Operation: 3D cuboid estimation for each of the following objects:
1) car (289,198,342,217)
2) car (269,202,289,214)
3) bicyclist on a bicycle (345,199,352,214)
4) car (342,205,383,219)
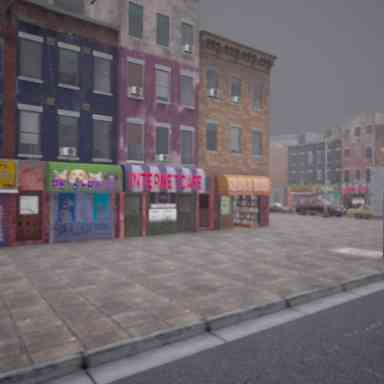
[{"bbox_3d":[12.672,1.539,33.224,2.192,1.841,5.009,0,0,-36],"label":"car"},{"bbox_3d":[9.504,1.820,37.661,1.802,1.307,4.206,0,0,-36],"label":"car"},{"bbox_3d":[17.226,1.566,36.565,1.656,1.620,0.582,0,0,-36],"label":"bicyclist on a bicycle"},{"bbox_3d":[15.938,1.734,28.648,1.752,1.417,4.829,0,0,-36],"label":"car"}]
